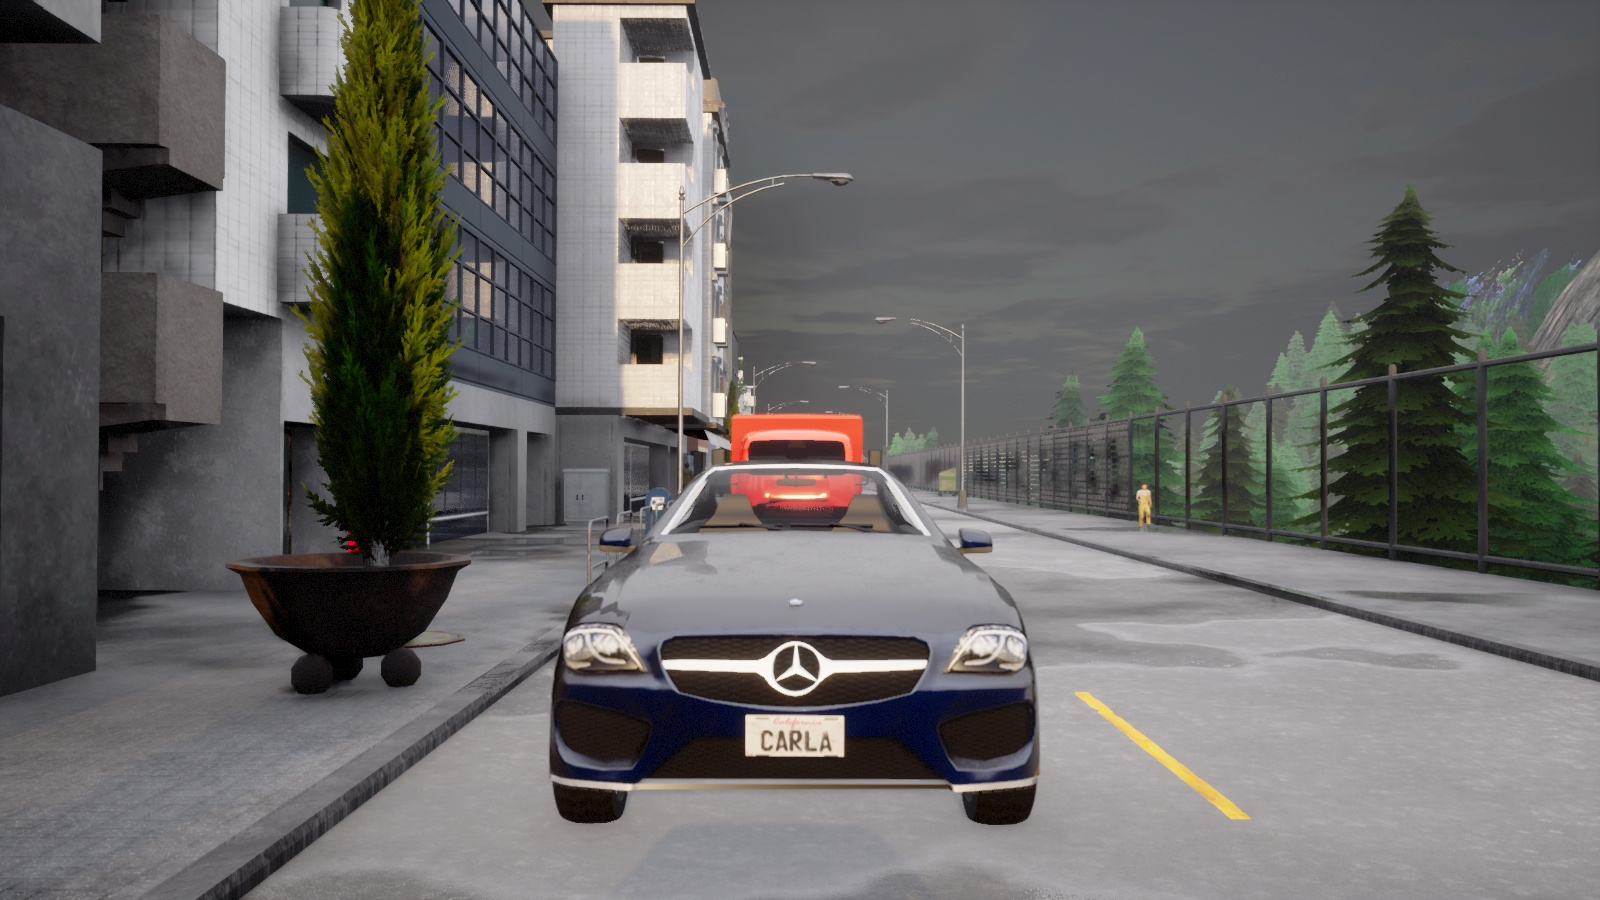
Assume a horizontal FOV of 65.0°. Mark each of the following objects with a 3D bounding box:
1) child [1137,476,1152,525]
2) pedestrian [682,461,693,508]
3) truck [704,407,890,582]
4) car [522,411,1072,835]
[{"bbox_3d":[8.993,1.317,32.746,0.270,1.263,0.437,0,-1,2],"label":"child"},{"bbox_3d":[-4.416,1.371,49.458,0.370,1.835,0.726,0,-1,0],"label":"pedestrian"},{"bbox_3d":[-0.052,0.670,20.392,2.627,2.467,5.204,0,-1,0],"label":"truck"},{"bbox_3d":[-0.019,0.718,7.444,2.152,1.651,5.027,0,-1,0],"label":"car"}]
